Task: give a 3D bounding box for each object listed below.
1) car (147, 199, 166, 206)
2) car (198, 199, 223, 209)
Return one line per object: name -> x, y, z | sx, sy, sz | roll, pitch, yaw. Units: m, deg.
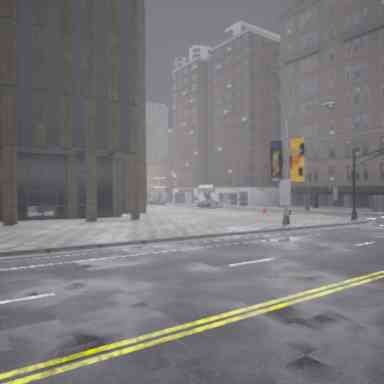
car -> -7.269, 2.095, 66.126 | 2.033, 1.411, 5.357 | -1, 0, -35
car -> 2.809, 1.907, 51.678 | 2.128, 1.511, 4.902 | -1, 0, -35
